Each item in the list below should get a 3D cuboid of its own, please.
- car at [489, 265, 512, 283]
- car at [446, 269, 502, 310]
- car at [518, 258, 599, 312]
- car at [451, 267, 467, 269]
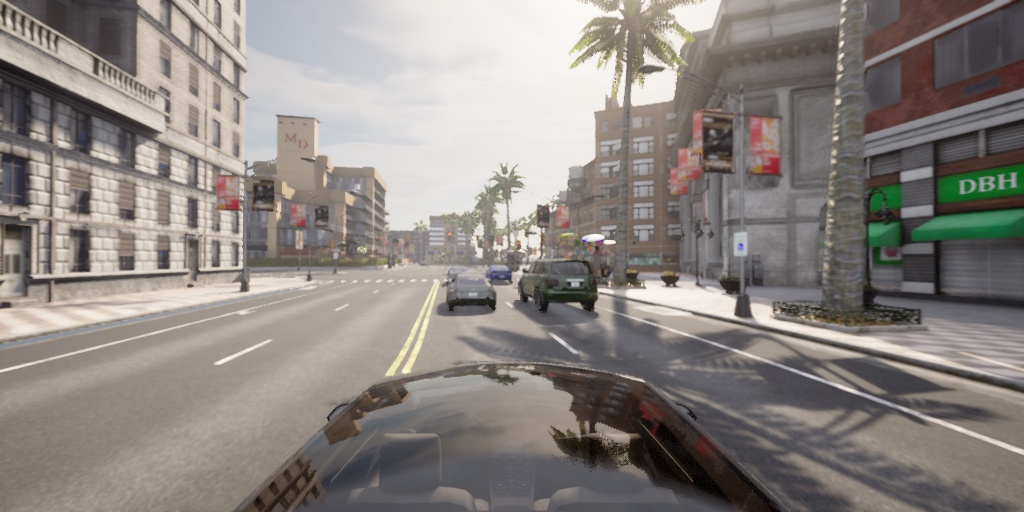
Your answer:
[{"bbox_3d":[-1.220,1.534,31.689,1.882,1.535,5.008,0,0,-10],"label":"car"},{"bbox_3d":[-1.834,1.457,15.656,1.994,1.385,4.181,0,-1,-10],"label":"car"},{"bbox_3d":[1.774,1.114,15.339,2.150,2.045,5.566,0,0,-10],"label":"car"},{"bbox_3d":[-4.374,1.581,29.401,2.033,1.411,5.357,0,-1,-10],"label":"car"}]
